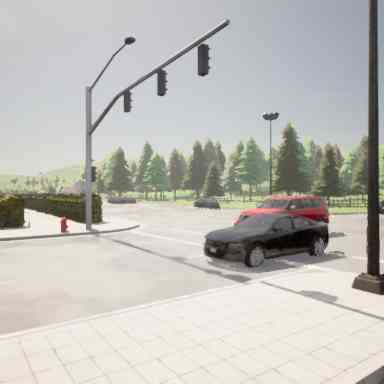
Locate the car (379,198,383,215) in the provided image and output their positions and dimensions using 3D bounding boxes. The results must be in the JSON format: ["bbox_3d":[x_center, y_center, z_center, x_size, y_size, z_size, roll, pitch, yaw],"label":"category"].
[{"bbox_3d":[20.643,1.210,33.052,5.566,2.045,2.150,1,0,-31],"label":"car"}]

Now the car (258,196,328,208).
[{"bbox_3d":[4.870,1.216,17.281,5.566,2.045,2.150,0,0,-35],"label":"car"}]

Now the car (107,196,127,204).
[{"bbox_3d":[-14.340,1.553,62.087,1.994,1.385,4.181,0,0,-34],"label":"car"}]

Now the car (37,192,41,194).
[{"bbox_3d":[-29.798,1.052,65.852,2.150,2.045,5.566,0,0,-35],"label":"car"}]

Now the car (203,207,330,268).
[{"bbox_3d":[2.669,1.474,11.414,5.008,1.535,1.882,0,0,-35],"label":"car"}]

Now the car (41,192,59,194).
[{"bbox_3d":[-24.127,1.216,57.611,2.150,2.045,5.566,0,0,-35],"label":"car"}]

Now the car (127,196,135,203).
[{"bbox_3d":[-12.881,1.553,66.142,1.994,1.385,4.181,0,0,-35],"label":"car"}]

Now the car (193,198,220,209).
[{"bbox_3d":[1.871,1.552,44.679,1.994,1.385,4.181,0,0,-34],"label":"car"}]
